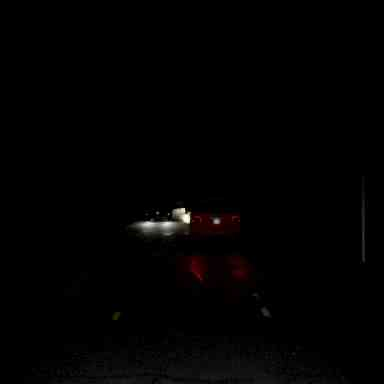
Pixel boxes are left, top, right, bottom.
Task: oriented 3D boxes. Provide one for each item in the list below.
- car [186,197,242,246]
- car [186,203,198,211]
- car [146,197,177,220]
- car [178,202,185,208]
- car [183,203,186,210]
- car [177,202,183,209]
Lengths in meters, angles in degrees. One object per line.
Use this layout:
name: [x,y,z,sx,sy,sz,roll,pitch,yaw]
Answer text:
car: [0.957,1.265,15.611,2.150,2.045,5.566,0,0,0]
car: [-0.015,2.460,55.454,1.895,1.301,4.718,0,-2,0]
car: [-2.855,1.449,30.415,2.150,2.045,5.566,0,-1,0]
car: [-2.774,3.661,90.596,1.882,1.535,5.008,0,-3,0]
car: [0.065,2.072,44.421,1.812,1.442,4.674,0,-2,-2]
car: [-2.770,2.885,72.022,1.882,1.535,5.008,0,-2,0]
